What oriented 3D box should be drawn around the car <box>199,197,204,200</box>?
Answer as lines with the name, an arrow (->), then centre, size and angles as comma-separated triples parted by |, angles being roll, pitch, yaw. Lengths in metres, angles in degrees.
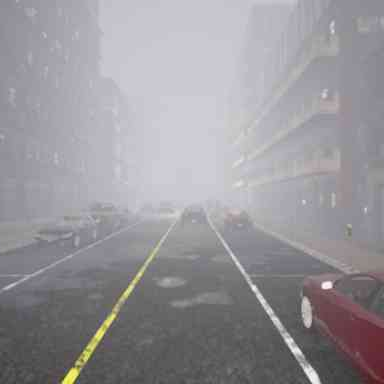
car -> 2.763, 2.230, 77.726 | 1.967, 1.590, 4.097 | 1, -1, 0

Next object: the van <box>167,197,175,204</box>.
van -> -5.568, 2.243, 89.150 | 1.690, 1.788, 3.998 | 1, -1, 0

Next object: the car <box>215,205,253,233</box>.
car -> 2.726, 1.765, 21.023 | 1.887, 1.381, 4.507 | 1, -1, 0

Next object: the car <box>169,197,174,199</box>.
car -> -5.592, 2.278, 72.137 | 1.887, 1.381, 4.507 | 1, -1, 0

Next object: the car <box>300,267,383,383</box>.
car -> 2.706, 1.589, 4.012 | 1.887, 1.381, 4.507 | 1, -1, 0

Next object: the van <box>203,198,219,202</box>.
van -> 2.724, 1.792, 43.706 | 1.690, 1.788, 3.998 | 1, -1, 0

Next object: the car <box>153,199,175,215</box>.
car -> -3.046, 1.881, 39.078 | 1.882, 1.535, 5.008 | 0, -1, 0

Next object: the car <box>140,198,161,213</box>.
car -> -5.624, 1.891, 43.785 | 1.967, 1.590, 4.097 | 1, -1, 0

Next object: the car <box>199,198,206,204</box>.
car -> 2.776, 2.429, 89.236 | 1.752, 1.417, 4.829 | 1, -1, 0

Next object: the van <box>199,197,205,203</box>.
van -> 2.785, 2.298, 94.738 | 1.690, 1.788, 3.998 | 1, -1, 0

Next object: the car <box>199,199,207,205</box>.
car -> 2.768, 2.412, 83.395 | 1.947, 1.339, 4.313 | 1, -1, 0

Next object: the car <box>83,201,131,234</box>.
car -> -5.650, 1.535, 21.102 | 2.192, 1.841, 5.009 | 1, -1, 0

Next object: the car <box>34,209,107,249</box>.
car -> -5.660, 1.713, 15.430 | 2.008, 1.369, 4.403 | 1, -1, 0

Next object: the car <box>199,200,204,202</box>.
car -> 0.149, 1.996, 41.946 | 1.994, 1.385, 4.181 | 0, -1, 0

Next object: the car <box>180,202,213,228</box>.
car -> 0.129, 1.743, 24.281 | 2.128, 1.511, 4.902 | 0, -1, 0

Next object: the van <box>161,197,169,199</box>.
van -> -5.602, 1.962, 60.798 | 1.690, 1.788, 3.998 | 1, -1, 0

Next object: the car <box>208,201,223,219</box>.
car -> 2.729, 1.863, 32.533 | 1.752, 1.417, 4.829 | 1, -1, 0

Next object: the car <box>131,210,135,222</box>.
car -> -5.647, 1.860, 26.771 | 1.802, 1.307, 4.206 | 1, -1, 0
